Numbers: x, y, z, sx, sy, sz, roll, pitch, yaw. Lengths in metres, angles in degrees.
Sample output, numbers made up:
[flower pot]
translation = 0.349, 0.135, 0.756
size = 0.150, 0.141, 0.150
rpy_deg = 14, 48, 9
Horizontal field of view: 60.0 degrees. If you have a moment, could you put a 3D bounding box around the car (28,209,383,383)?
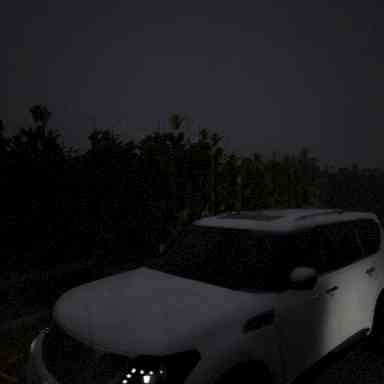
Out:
[car]
translation = 0.924, 1.296, 4.489
size = 5.566, 2.045, 2.150
rpy_deg = 0, -1, -42
